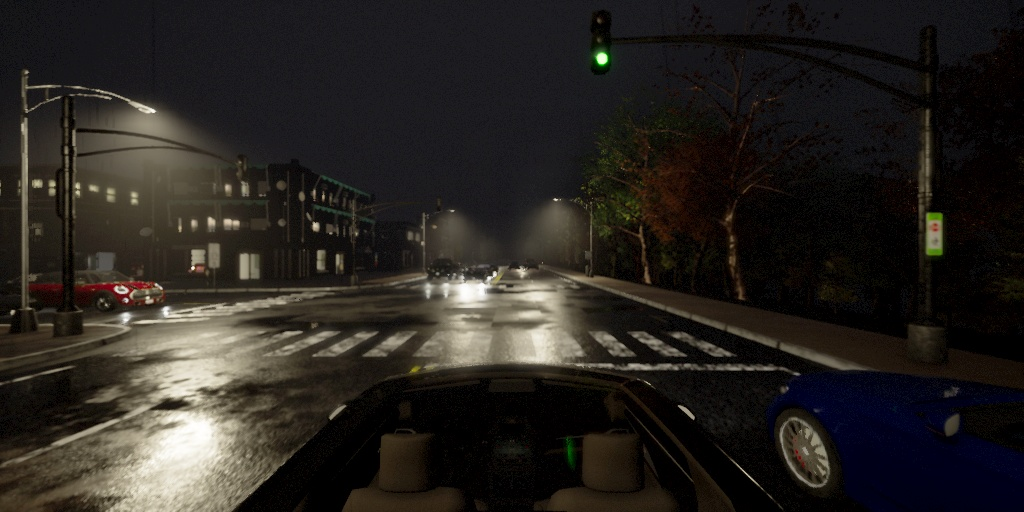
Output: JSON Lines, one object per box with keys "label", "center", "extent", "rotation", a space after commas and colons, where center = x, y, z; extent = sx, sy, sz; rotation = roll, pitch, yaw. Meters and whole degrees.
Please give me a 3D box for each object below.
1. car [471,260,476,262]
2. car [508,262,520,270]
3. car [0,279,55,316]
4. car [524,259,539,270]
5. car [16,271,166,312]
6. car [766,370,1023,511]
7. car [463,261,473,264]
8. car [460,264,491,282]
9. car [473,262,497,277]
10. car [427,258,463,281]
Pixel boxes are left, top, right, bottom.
{"label": "car", "center": [-6.307, 1.537, 54.245], "extent": [2.097, 1.767, 4.553], "rotation": [0, 0, 1]}
{"label": "car", "center": [0.431, 1.771, 63.972], "extent": [1.837, 1.490, 4.892], "rotation": [0, -1, 0]}
{"label": "car", "center": [-19.891, 1.658, 12.872], "extent": [4.313, 1.339, 1.948], "rotation": [0, 0, 0]}
{"label": "car", "center": [3.681, 1.743, 63.820], "extent": [1.882, 1.535, 5.008], "rotation": [0, 0, 0]}
{"label": "car", "center": [-18.034, 1.419, 15.601], "extent": [4.553, 1.767, 2.097], "rotation": [-1, 0, 0]}
{"label": "car", "center": [3.354, 1.274, 1.493], "extent": [1.812, 1.442, 4.674], "rotation": [0, 0, 0]}
{"label": "car", "center": [-6.375, 1.606, 44.067], "extent": [1.837, 1.490, 4.892], "rotation": [0, 0, 0]}
{"label": "car", "center": [-3.192, 1.605, 32.180], "extent": [1.895, 1.301, 4.718], "rotation": [0, 0, 0]}
{"label": "car", "center": [-3.139, 1.641, 41.001], "extent": [1.994, 1.385, 4.181], "rotation": [0, 0, 0]}
{"label": "car", "center": [-6.407, 1.240, 34.010], "extent": [2.150, 2.045, 5.566], "rotation": [0, 0, 2]}
